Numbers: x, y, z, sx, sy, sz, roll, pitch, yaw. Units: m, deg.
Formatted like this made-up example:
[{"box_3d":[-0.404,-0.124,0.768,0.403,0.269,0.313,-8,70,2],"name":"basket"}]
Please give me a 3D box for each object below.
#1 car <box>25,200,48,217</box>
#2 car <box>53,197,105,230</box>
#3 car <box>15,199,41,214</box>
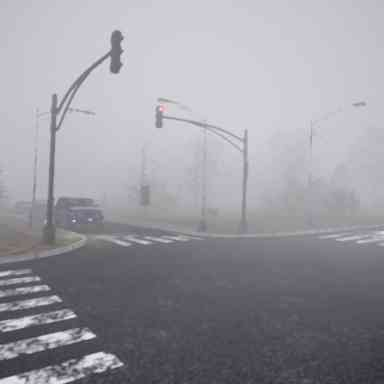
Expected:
[{"box_3d":[-13.675,1.768,30.741,1.994,1.385,4.181,3,-2,-37],"name":"car"},{"box_3d":[-7.815,1.370,22.759,2.150,2.045,5.566,3,-2,-35],"name":"car"},{"box_3d":[-19.674,1.749,39.338,1.882,1.535,5.008,3,-2,-34],"name":"car"}]
